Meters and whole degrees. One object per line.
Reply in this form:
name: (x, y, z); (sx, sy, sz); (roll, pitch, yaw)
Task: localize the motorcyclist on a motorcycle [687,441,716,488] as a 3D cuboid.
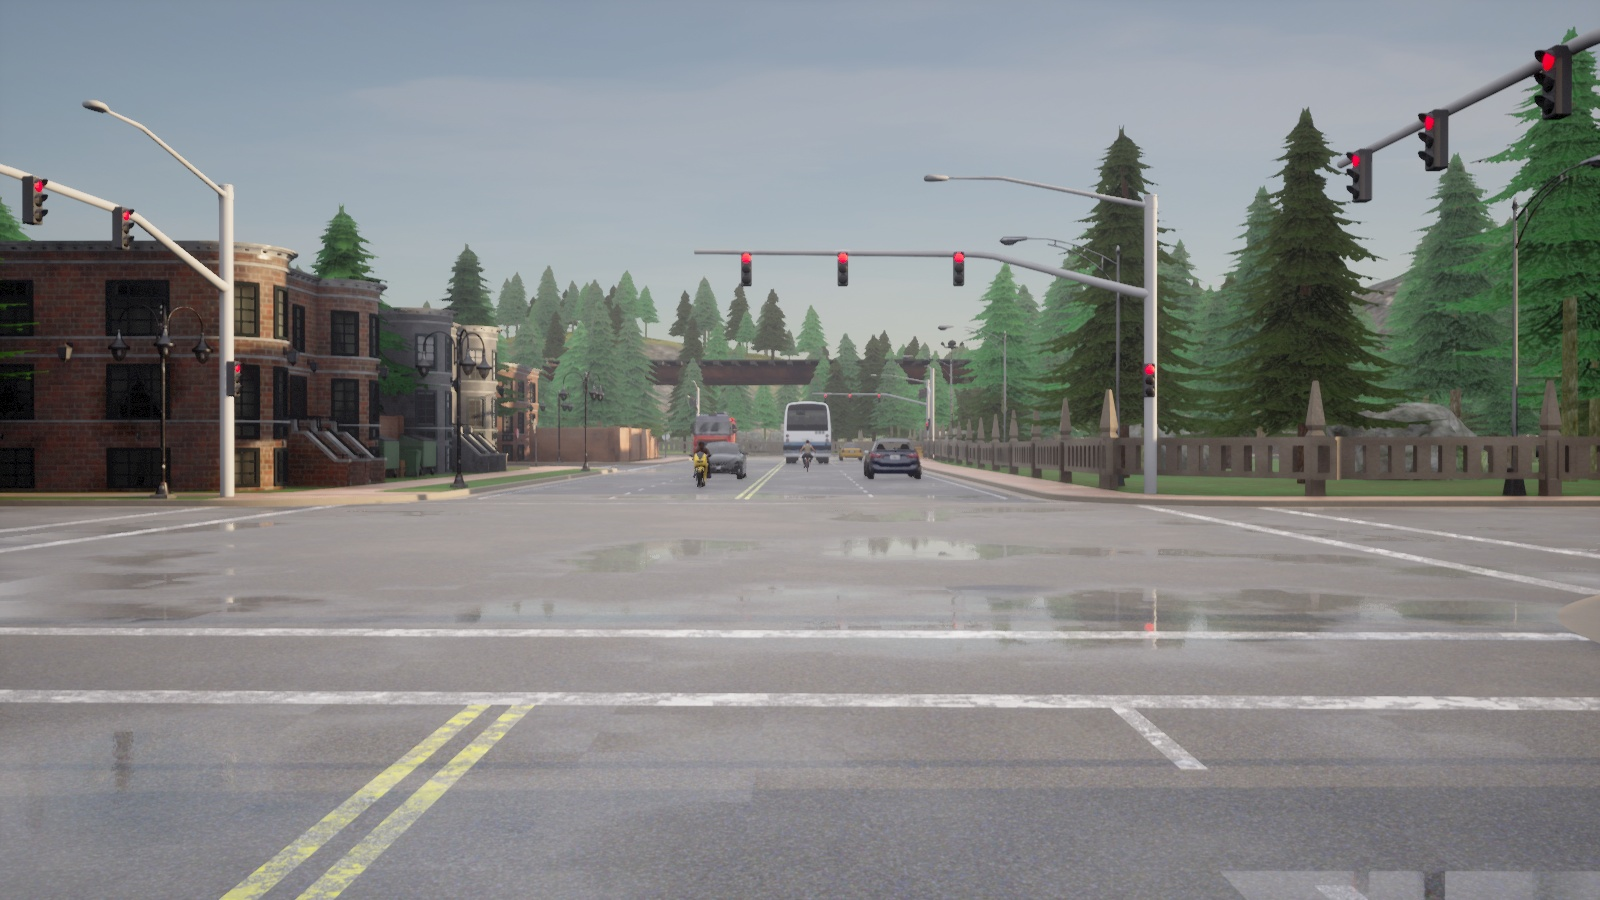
motorcyclist on a motorcycle: (-3.250, 0.481, 41.535); (0.797, 1.523, 2.044); (0, -1, 0)

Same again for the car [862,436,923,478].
car: (3.812, 0.281, 52.430); (2.242, 1.667, 4.611); (0, 0, 0)

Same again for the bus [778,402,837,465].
bus: (0.524, -1.166, 89.812); (3.944, 4.253, 10.273); (0, 1, 0)

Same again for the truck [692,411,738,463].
truck: (-6.440, -0.998, 96.264); (2.891, 3.827, 8.468); (0, 0, 0)

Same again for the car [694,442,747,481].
car: (-3.194, 0.440, 51.533); (1.837, 1.490, 4.892); (0, 0, 0)
